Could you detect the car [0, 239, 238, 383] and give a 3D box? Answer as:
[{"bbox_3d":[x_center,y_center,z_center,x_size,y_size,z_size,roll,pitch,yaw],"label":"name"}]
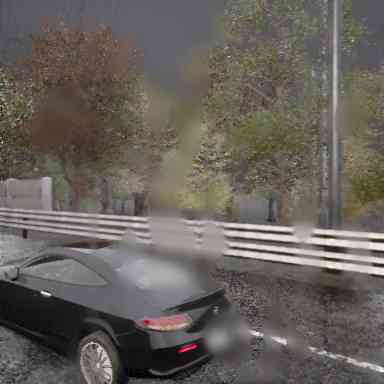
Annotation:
[{"bbox_3d":[-1.565,1.469,5.079,4.674,1.442,1.812,0,0,36],"label":"car"}]
